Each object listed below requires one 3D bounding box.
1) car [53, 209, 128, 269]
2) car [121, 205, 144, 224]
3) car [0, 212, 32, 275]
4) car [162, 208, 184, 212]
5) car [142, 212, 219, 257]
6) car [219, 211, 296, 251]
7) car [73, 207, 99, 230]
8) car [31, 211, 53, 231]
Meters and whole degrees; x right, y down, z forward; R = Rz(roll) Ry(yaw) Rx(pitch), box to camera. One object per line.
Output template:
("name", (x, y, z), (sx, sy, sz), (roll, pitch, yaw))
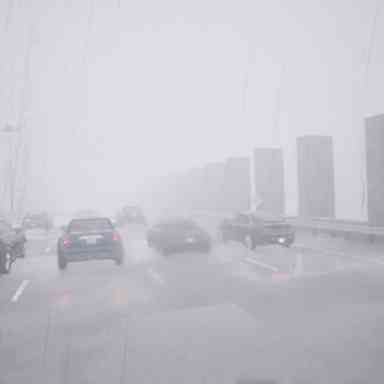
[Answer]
("car", (-3.884, 1.646, 12.710), (2.097, 1.767, 4.553), (-1, -1, -18))
("car", (-5.202, 1.898, 27.931), (2.097, 1.767, 4.553), (-1, -1, -18))
("car", (-7.196, 1.728, 11.579), (2.097, 1.767, 4.553), (-1, -1, -18))
("car", (-1.713, 2.053, 28.516), (1.895, 1.301, 4.718), (-1, -1, -18))
("car", (-0.684, 1.786, 14.199), (1.994, 1.385, 4.181), (-1, -1, -18))
("car", (2.706, 1.639, 15.078), (1.837, 1.490, 4.892), (-1, 0, -18))
("car", (-8.911, 2.136, 28.055), (1.882, 1.535, 5.008), (-1, 0, -18))
("car", (-11.875, 2.207, 25.834), (2.128, 1.511, 4.902), (-1, -1, -18))
